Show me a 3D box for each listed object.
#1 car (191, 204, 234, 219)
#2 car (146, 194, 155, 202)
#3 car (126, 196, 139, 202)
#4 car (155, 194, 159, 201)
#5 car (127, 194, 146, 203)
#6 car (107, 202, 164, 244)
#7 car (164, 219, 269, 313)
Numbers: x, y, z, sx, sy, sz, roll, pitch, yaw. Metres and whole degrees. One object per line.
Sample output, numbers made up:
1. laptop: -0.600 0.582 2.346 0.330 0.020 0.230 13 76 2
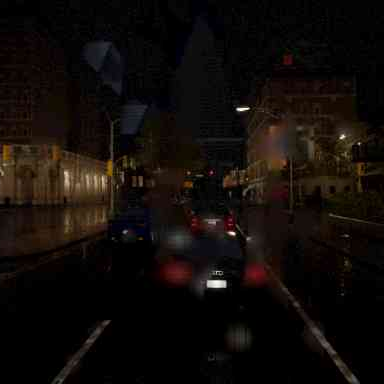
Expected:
1. car: 1.002 1.352 16.402 2.097 1.767 4.553 0 0 3
2. car: -10.554 1.355 76.202 2.097 1.767 4.553 0 0 3
3. car: -13.743 1.595 77.304 1.895 1.301 4.718 0 0 3
4. car: -9.942 1.355 86.444 2.097 1.767 4.553 0 0 3
5. car: -11.157 1.505 66.375 1.837 1.490 4.892 0 0 4
6. car: -2.525 1.478 16.004 1.882 1.535 5.008 0 0 4
7. car: 0.521 1.564 7.772 1.994 1.385 4.181 0 0 3
